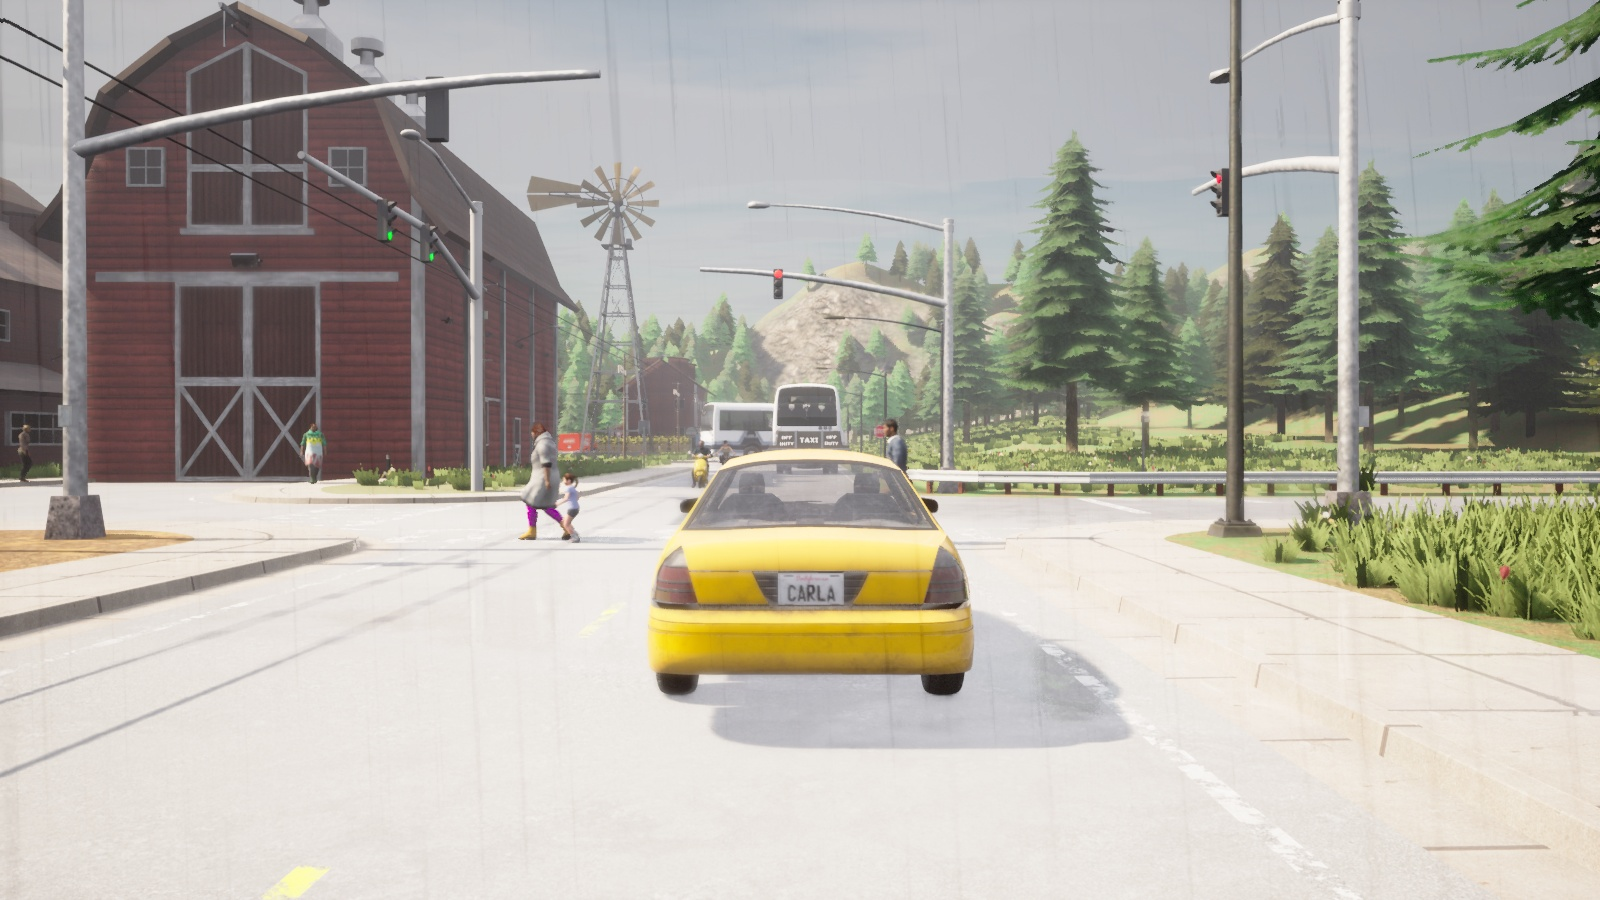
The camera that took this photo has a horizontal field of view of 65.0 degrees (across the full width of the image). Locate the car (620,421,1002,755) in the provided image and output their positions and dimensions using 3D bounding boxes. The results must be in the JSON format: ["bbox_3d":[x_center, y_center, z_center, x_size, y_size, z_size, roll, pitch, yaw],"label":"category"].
[{"bbox_3d":[0.063,0.637,8.603,1.801,1.575,5.366,0,0,0],"label":"car"}]

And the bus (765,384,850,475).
[{"bbox_3d":[0.361,-0.989,63.583,3.944,4.253,10.273,0,0,0],"label":"bus"}]

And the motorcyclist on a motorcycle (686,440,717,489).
[{"bbox_3d":[-3.259,0.462,41.690,0.866,1.590,1.817,0,0,0],"label":"motorcyclist on a motorcycle"}]

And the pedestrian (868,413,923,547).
[{"bbox_3d":[1.399,0.438,18.540,0.788,1.949,0.423,0,0,2],"label":"pedestrian"}]

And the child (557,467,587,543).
[{"bbox_3d":[-3.396,0.813,18.691,0.394,1.110,0.255,0,0,3],"label":"child"}]

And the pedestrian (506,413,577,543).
[{"bbox_3d":[-3.946,0.418,19.208,0.873,1.952,0.659,0,0,11],"label":"pedestrian"}]

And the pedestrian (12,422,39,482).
[{"bbox_3d":[-24.115,0.057,39.092,0.634,1.846,0.331,0,0,-13],"label":"pedestrian"}]

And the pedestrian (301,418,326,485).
[{"bbox_3d":[-14.304,0.038,36.900,0.659,1.952,0.873,0,0,-20],"label":"pedestrian"}]

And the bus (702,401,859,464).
[{"bbox_3d":[-1.367,-1.118,88.422,10.273,4.253,3.944,0,-1,-21],"label":"bus"}]
